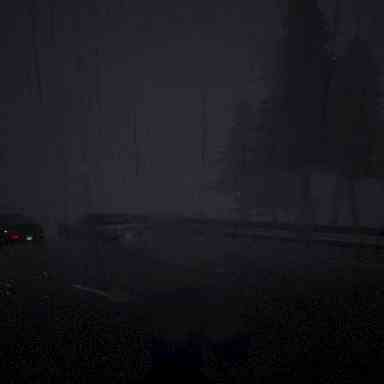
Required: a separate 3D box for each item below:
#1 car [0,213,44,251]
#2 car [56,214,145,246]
[{"bbox_3d":[-8.290,1.652,14.585,4.674,1.442,1.812,0,-1,37],"label":"car"},{"bbox_3d":[-4.559,1.736,16.154,4.718,1.301,1.895,0,-1,37],"label":"car"}]
